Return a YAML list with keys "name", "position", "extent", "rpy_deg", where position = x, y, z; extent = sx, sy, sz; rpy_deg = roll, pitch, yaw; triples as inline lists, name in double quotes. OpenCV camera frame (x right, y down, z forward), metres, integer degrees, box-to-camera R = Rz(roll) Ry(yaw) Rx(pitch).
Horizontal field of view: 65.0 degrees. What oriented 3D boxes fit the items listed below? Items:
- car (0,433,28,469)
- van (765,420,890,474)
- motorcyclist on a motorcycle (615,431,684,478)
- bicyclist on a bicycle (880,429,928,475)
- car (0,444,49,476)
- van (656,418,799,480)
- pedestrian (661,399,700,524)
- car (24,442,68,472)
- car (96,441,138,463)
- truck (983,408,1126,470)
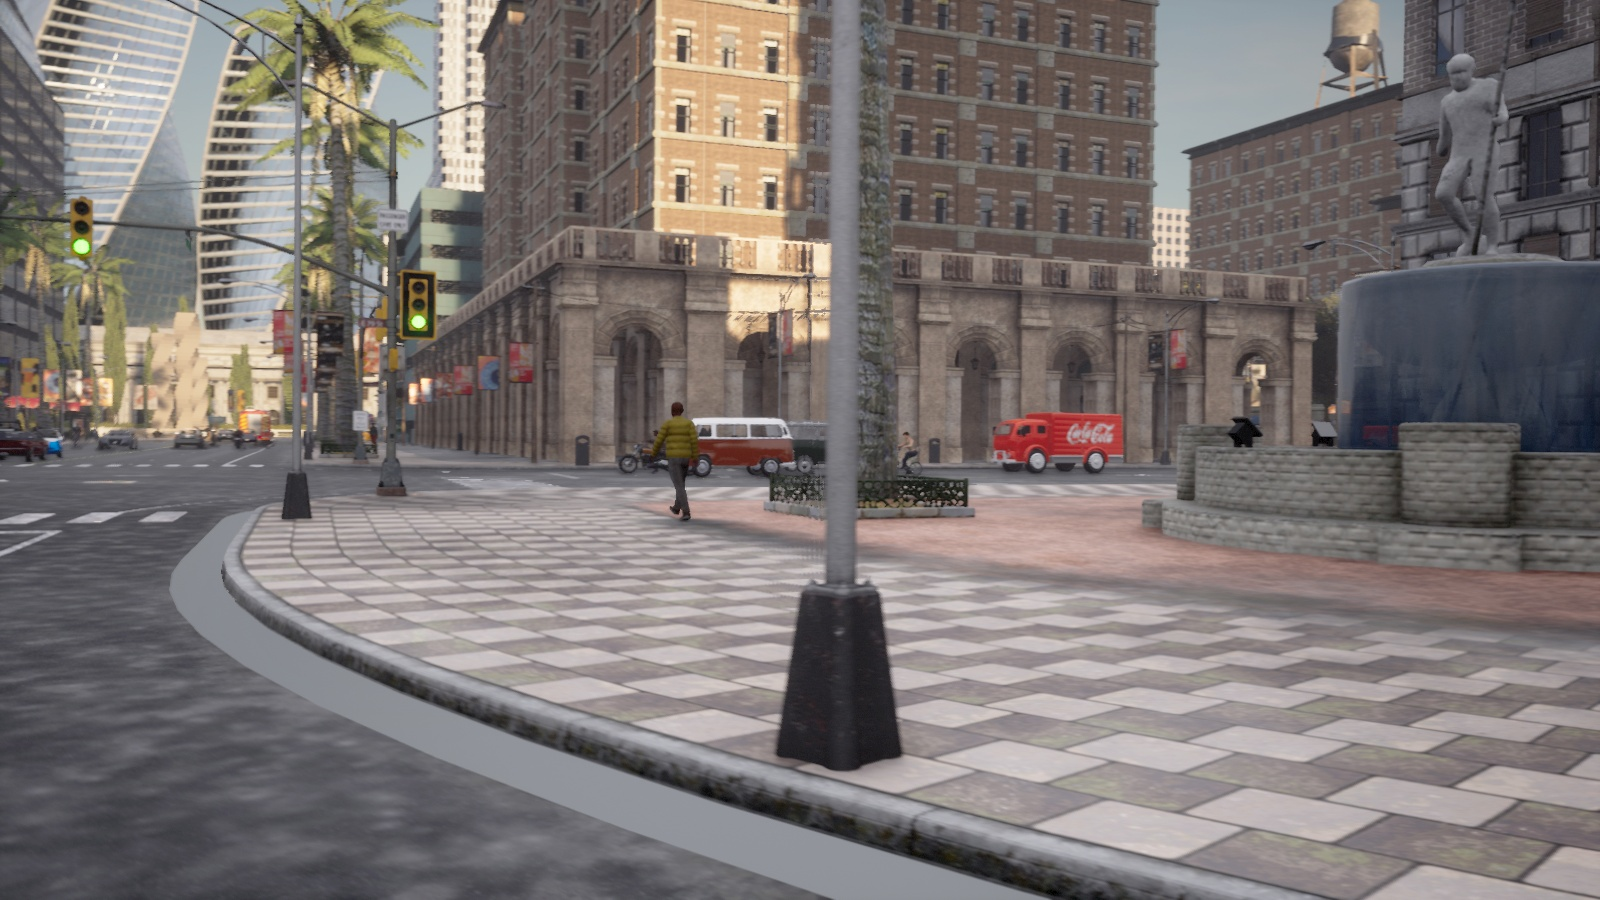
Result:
- name: "car"
  position: [-42.951, 0.040, 67.356]
  extent: [1.905, 1.878, 3.866]
  rpy_deg: [-1, 1, -21]
- name: "van"
  position: [1.065, -0.128, 48.263]
  extent: [4.442, 1.987, 1.775]
  rpy_deg: [-1, 1, -21]
- name: "motorcyclist on a motorcycle"
  position: [-5.466, 0.156, 45.640]
  extent: [2.350, 1.649, 0.766]
  rpy_deg: [-1, 1, -21]
- name: "bicyclist on a bicycle"
  position: [3.769, 0.067, 45.607]
  extent: [1.509, 1.612, 0.866]
  rpy_deg: [-1, 1, -21]
- name: "car"
  position: [-34.330, 0.430, 54.846]
  extent: [1.895, 1.301, 4.718]
  rpy_deg: [-1, 1, -21]
- name: "van"
  position: [-2.499, -0.064, 43.142]
  extent: [4.480, 2.038, 2.069]
  rpy_deg: [-1, 1, -21]
- name: "pedestrian"
  position: [-1.812, 0.166, 18.954]
  extent: [0.370, 1.835, 0.726]
  rpy_deg: [-1, 1, -22]
- name: "car"
  position: [-36.899, 0.324, 61.462]
  extent: [1.481, 1.376, 2.207]
  rpy_deg: [-1, 1, -21]
- name: "car"
  position: [-45.675, 0.123, 84.011]
  extent: [1.994, 1.385, 4.181]
  rpy_deg: [-1, 1, -22]
- name: "truck"
  position: [10.510, -0.493, 52.004]
  extent: [5.204, 2.467, 2.627]
  rpy_deg: [-1, 1, -21]
